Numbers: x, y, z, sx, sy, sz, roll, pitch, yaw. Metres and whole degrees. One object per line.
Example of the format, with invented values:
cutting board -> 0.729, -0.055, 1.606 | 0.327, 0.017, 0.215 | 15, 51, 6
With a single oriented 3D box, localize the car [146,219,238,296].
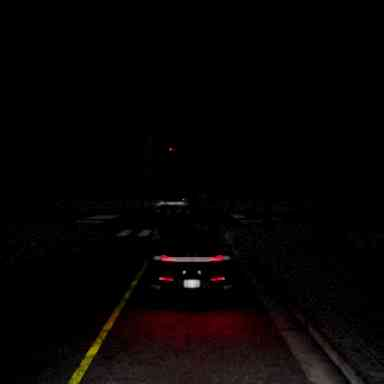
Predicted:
car -> -0.001, 1.421, 8.432 | 2.128, 1.511, 4.902 | 0, 0, 0

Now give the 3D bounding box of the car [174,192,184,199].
car -> -2.766, 0.768, 74.263 | 2.033, 1.411, 5.357 | 0, 1, 0

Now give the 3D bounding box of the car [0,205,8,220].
car -> -14.774, 1.361, 21.577 | 4.313, 1.339, 1.947 | 0, 0, 0

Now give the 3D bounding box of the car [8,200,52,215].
car -> -14.771, 1.336, 29.604 | 4.313, 1.339, 1.947 | 0, 0, 0

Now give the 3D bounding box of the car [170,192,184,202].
car -> -2.824, 1.076, 57.998 | 1.895, 1.301, 4.718 | 0, 1, 0
